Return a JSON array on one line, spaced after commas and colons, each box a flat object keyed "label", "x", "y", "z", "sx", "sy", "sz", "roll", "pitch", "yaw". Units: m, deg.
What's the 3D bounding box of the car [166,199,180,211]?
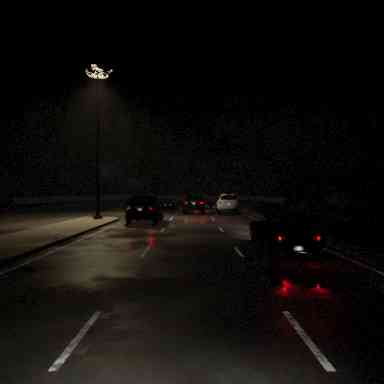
[{"label": "car", "x": -2.763, "y": 1.547, "z": 40.507, "sx": 2.033, "sy": 1.411, "sz": 5.357, "roll": 0, "pitch": 0, "yaw": 7}]

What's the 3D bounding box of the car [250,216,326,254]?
[{"label": "car", "x": 3.598, "y": 1.601, "z": 13.447, "sx": 1.895, "sy": 1.301, "sz": 4.718, "roll": 0, "pitch": 0, "yaw": 0}]

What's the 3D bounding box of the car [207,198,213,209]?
[{"label": "car", "x": 1.620, "y": 1.492, "z": 44.551, "sx": 2.128, "sy": 1.511, "sz": 4.902, "roll": 0, "pitch": 0, "yaw": 12}]

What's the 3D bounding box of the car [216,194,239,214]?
[{"label": "car", "x": 3.799, "y": 1.221, "z": 35.769, "sx": 2.150, "sy": 2.045, "sz": 5.566, "roll": 0, "pitch": 0, "yaw": 3}]

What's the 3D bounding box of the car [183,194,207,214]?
[{"label": "car", "x": 0.277, "y": 1.221, "z": 34.783, "sx": 2.150, "sy": 2.045, "sz": 5.566, "roll": 0, "pitch": 0, "yaw": 2}]

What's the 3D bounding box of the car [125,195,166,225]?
[{"label": "car", "x": -3.399, "y": 1.221, "z": 24.312, "sx": 2.150, "sy": 2.045, "sz": 5.566, "roll": 0, "pitch": 0, "yaw": 0}]
